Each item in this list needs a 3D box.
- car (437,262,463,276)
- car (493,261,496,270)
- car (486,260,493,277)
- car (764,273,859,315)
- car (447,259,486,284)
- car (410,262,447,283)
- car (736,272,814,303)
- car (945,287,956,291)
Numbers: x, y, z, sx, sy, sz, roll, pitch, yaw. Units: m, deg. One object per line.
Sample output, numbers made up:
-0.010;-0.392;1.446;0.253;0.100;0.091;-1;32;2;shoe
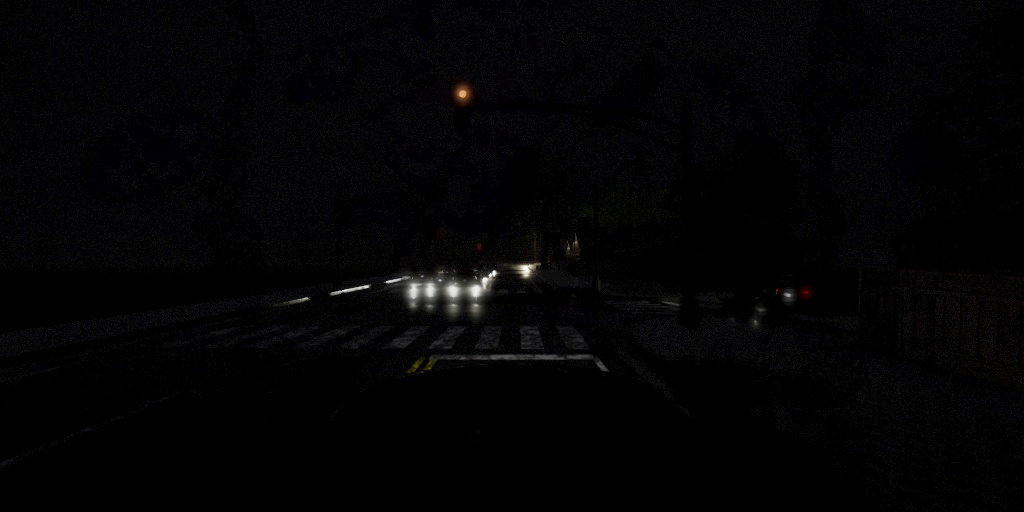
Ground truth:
-6.595;1.351;38.632;1.895;1.301;4.718;0;0;0;car
-3.336;1.276;44.622;1.812;1.442;4.674;0;0;0;car
-3.344;1.103;35.662;2.097;1.767;4.553;0;0;0;car
12.479;1.497;13.656;4.181;1.385;1.994;1;-2;-2;car
-3.306;1.106;26.833;2.097;1.767;4.553;0;0;-1;car
-6.598;1.317;28.293;1.994;1.385;4.181;0;0;0;car
13.065;1.506;16.531;5.008;1.535;1.882;1;-2;-2;car
22.953;1.737;16.900;5.357;1.411;2.033;1;-2;-3;car
